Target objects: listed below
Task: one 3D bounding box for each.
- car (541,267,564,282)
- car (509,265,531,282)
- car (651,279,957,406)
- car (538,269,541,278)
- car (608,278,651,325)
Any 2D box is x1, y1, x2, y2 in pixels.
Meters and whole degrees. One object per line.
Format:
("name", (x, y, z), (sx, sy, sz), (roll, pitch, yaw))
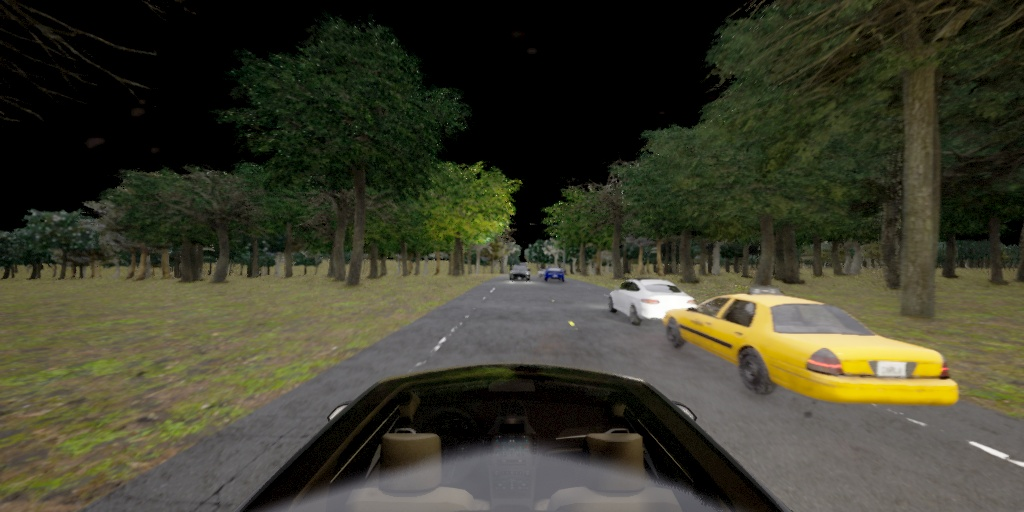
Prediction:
("car", (4.369, 1.884, 37.891), (1.882, 1.535, 5.008), (1, -2, 2))
("car", (0.806, 1.667, 37.039), (2.097, 1.767, 4.553), (1, -1, 1))
("car", (4.604, 1.360, 6.852), (1.801, 1.575, 5.366), (1, -1, 1))
("car", (4.609, 2.344, 49.389), (1.895, 1.301, 4.718), (1, -2, 2))
("car", (4.747, 1.511, 12.659), (1.812, 1.442, 4.674), (1, -1, 1))
